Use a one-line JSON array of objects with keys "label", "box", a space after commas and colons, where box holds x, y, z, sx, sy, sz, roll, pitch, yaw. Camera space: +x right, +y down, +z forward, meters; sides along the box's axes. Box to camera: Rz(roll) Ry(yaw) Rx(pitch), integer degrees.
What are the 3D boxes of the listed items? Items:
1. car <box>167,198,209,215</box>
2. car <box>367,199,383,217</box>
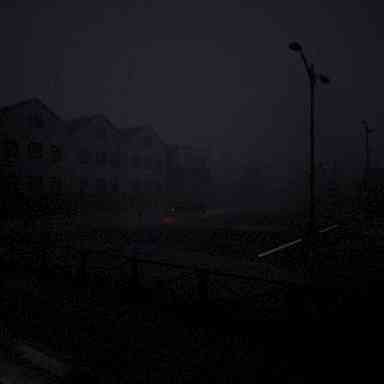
[{"label": "car", "box": [-0.287, 1.313, 31.154, 1.837, 1.490, 4.892, 0, 0, 35]}, {"label": "car", "box": [15.411, 1.298, 26.818, 2.007, 1.523, 4.514, 0, 0, 35]}]
